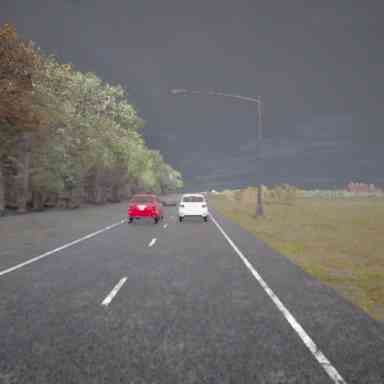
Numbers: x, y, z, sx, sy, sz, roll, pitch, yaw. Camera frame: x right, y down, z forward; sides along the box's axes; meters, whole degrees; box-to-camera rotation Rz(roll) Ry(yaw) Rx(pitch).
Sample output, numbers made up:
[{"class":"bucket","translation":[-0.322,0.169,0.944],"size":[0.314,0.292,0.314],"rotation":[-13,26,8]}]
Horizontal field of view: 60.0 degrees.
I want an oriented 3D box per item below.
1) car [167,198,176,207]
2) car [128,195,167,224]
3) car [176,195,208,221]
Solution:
[{"class":"car","translation":[-3.419,1.567,52.654],"size":[1.994,1.385,4.181],"rotation":[0,0,0]},{"class":"car","translation":[-3.409,1.225,25.291],"size":[2.150,2.045,5.566],"rotation":[0,0,0]},{"class":"car","translation":[0.091,1.226,27.212],"size":[2.150,2.045,5.566],"rotation":[0,0,0]}]
